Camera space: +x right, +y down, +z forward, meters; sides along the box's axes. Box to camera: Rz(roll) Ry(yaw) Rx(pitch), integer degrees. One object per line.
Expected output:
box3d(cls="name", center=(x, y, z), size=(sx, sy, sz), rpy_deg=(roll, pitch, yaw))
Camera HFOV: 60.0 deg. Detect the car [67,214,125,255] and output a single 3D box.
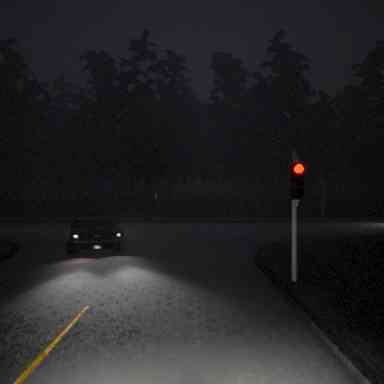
box3d(cls="car", center=(-3.950, 1.601, 13.619), size=(1.895, 1.301, 4.718), rpy_deg=(0, 0, -18))
